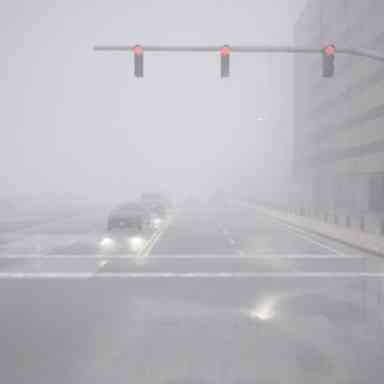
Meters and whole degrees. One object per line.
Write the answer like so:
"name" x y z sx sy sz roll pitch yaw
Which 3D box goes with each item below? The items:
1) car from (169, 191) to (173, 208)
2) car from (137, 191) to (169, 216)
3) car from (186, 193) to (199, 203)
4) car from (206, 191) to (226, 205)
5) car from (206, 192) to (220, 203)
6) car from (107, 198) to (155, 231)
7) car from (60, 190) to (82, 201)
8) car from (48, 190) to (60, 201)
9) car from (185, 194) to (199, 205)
"car" -3.554 0.892 40.735 2.150 2.045 5.566 0 0 0
"car" -3.567 0.988 29.744 2.150 2.045 5.566 0 1 0
"car" 0.043 1.018 57.225 2.128 1.511 4.902 0 1 0
"car" 3.536 0.833 47.674 2.150 2.045 5.566 0 1 0
"car" 3.543 0.880 57.191 2.097 1.767 4.553 0 1 0
"car" -3.575 1.334 19.561 1.882 1.535 5.008 0 1 0
"car" -21.005 0.661 58.614 1.932 1.855 4.605 0 1 0
"car" -23.899 0.663 58.681 1.905 1.878 3.866 0 1 0
"car" 0.036 1.131 48.249 1.812 1.442 4.674 0 1 0
